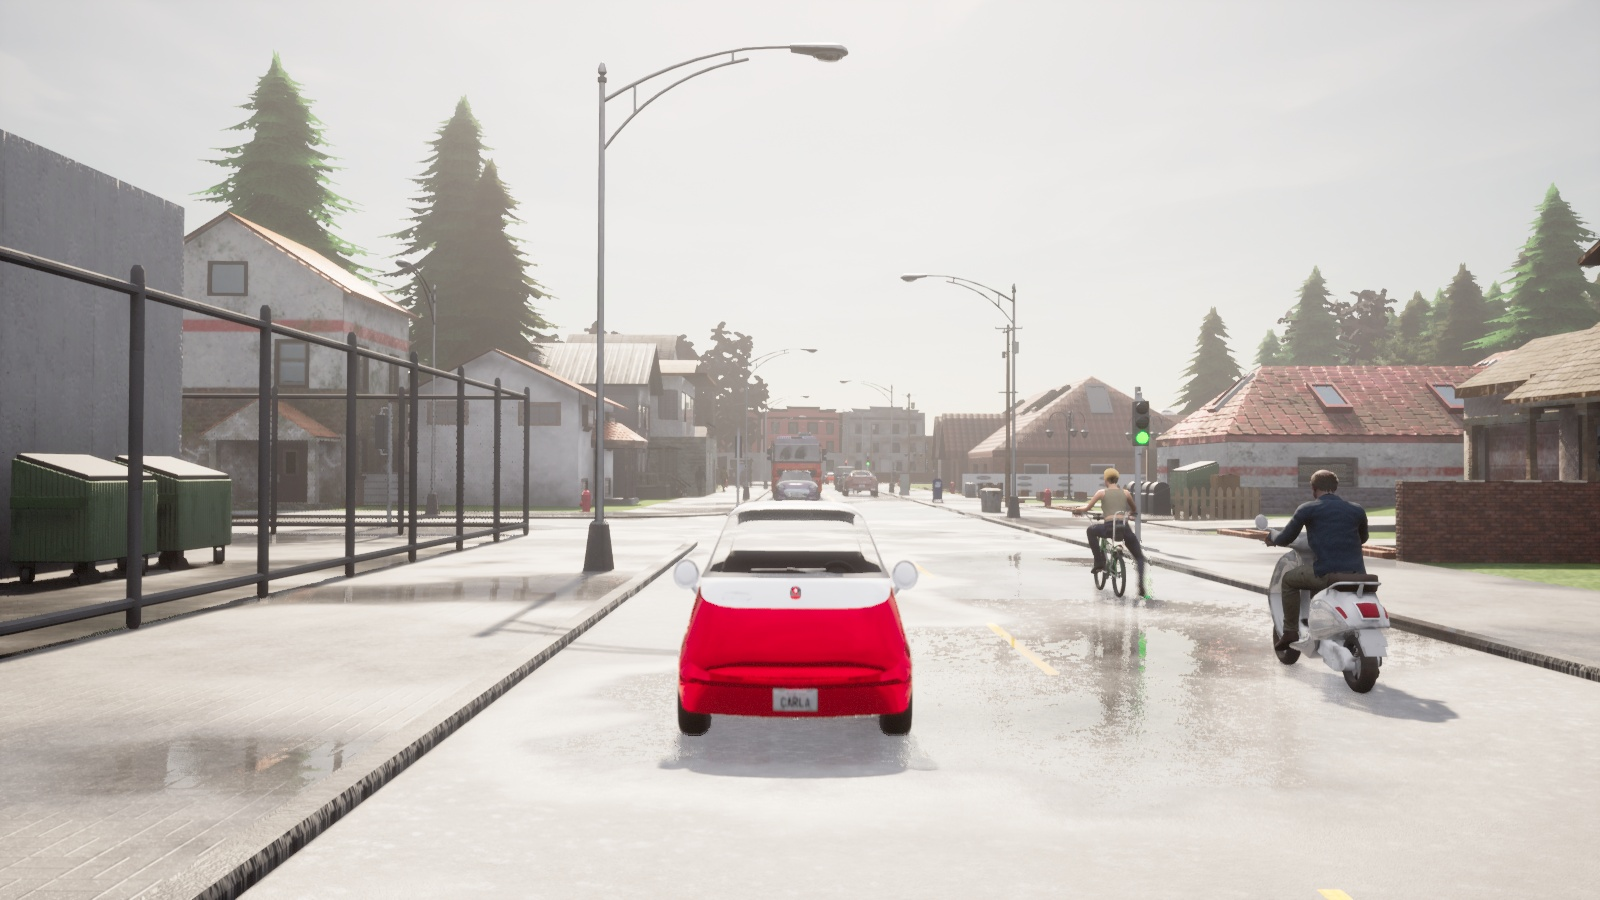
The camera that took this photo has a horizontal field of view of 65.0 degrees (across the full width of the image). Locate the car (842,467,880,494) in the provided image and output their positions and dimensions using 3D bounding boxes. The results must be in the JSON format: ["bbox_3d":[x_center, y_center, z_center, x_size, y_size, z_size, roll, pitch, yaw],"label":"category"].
[{"bbox_3d":[3.809,1.910,79.481,2.152,1.651,5.027,0,-1,0],"label":"car"}]

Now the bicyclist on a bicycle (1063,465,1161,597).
[{"bbox_3d":[3.973,1.005,16.104,0.866,1.612,1.509,0,-1,0],"label":"bicyclist on a bicycle"}]

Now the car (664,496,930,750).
[{"bbox_3d":[-0.020,1.006,8.121,1.481,1.376,2.207,0,-1,0],"label":"car"}]

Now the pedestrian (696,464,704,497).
[{"bbox_3d":[-5.589,1.727,70.445,0.370,1.835,0.726,0,-1,0],"label":"pedestrian"}]

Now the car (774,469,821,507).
[{"bbox_3d":[-0.146,1.707,57.415,2.033,1.649,4.856,0,-1,-1],"label":"car"}]

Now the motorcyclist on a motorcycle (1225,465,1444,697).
[{"bbox_3d":[3.976,0.912,9.530,0.866,1.590,1.817,0,-1,0],"label":"motorcyclist on a motorcycle"}]

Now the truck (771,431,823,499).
[{"bbox_3d":[-0.182,0.903,74.739,2.891,3.827,8.468,0,-1,0],"label":"truck"}]
